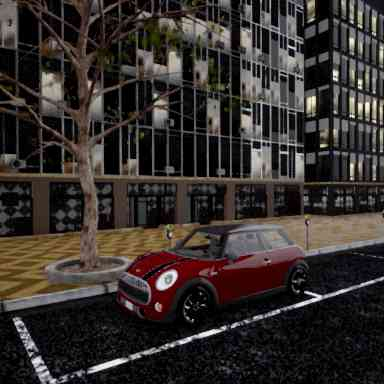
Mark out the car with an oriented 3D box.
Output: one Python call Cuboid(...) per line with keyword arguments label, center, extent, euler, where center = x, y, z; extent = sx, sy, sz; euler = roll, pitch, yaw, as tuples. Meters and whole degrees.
Cuboid(label="car", center=(0.528, 1.439, 6.938), extent=(4.097, 1.590, 1.967), euler=(0, 0, -35))
